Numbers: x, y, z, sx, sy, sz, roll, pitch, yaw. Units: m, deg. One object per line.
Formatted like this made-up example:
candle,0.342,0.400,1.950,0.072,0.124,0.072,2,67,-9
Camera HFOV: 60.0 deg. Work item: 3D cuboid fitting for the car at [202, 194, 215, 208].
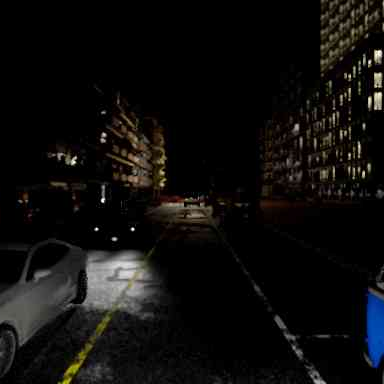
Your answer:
car,2.685,1.429,46.462,1.752,1.417,4.829,0,0,0

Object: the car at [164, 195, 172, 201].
car,-5.695,1.392,79.283,1.752,1.417,4.829,0,0,0

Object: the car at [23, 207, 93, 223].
car,-5.695,1.518,13.132,2.008,1.369,4.403,0,0,0

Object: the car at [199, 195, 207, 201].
car,2.685,1.449,79.452,1.802,1.307,4.206,0,0,0

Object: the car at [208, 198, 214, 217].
car,2.685,1.478,29.712,1.887,1.381,4.507,0,0,0

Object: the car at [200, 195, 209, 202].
car,2.685,1.397,74.095,1.752,1.417,4.829,0,0,0

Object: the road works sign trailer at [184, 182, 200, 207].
road works sign trailer,0.006,0.356,49.821,2.380,3.560,2.880,0,0,0

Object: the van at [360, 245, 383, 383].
van,2.684,1.335,2.078,1.690,1.788,3.998,0,0,0

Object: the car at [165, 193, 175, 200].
car,-5.697,1.178,84.978,2.192,1.841,5.009,0,0,0

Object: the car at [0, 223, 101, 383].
car,-3.093,1.511,5.433,1.812,1.442,4.674,0,0,0

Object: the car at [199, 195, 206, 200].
car,2.685,1.445,84.978,1.802,1.307,4.206,0,0,0

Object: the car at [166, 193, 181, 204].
car,-3.043,1.361,60.318,1.882,1.535,5.008,0,0,1

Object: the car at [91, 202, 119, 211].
car,-5.695,1.500,18.658,1.887,1.381,4.507,0,0,0

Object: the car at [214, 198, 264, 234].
car,2.684,1.271,18.658,2.192,1.841,5.009,0,0,0

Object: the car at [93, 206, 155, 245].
car,-3.074,1.563,15.425,1.895,1.301,4.718,0,0,0

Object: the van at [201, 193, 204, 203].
van,2.684,1.236,51.817,1.690,1.788,3.998,0,0,0

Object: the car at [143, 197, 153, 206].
car,-5.696,1.362,35.239,1.967,1.590,4.097,0,0,0

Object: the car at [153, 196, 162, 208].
car,-5.695,1.429,46.122,1.752,1.417,4.829,0,0,0

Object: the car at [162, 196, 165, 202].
car,-5.695,1.440,51.818,1.887,1.381,4.507,0,0,0

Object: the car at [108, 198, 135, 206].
car,-5.696,1.384,24.185,1.967,1.590,4.097,0,0,0

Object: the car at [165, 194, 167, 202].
car,-5.695,1.421,68.399,1.887,1.381,4.507,0,0,0

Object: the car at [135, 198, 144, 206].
car,-5.695,1.515,29.713,1.802,1.307,4.206,0,0,0

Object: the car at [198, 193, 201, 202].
car,2.684,1.317,68.398,1.967,1.590,4.097,0,0,0
